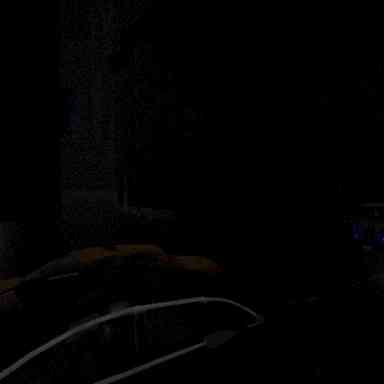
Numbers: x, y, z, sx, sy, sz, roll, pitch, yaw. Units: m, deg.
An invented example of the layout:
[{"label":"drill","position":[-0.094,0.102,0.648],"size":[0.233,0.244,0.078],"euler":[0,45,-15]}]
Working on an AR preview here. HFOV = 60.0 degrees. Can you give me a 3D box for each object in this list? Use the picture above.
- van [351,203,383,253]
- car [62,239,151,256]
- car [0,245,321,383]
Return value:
[{"label":"van","position":[7.342,1.250,11.917],"size":[3.998,1.788,1.690],"euler":[-1,0,-36]},{"label":"car","position":[-1.635,1.513,5.486],"size":[4.829,1.417,1.752],"euler":[-1,0,-36]},{"label":"car","position":[-0.980,1.487,2.679],"size":[4.902,1.511,2.128],"euler":[-1,0,-36]}]
